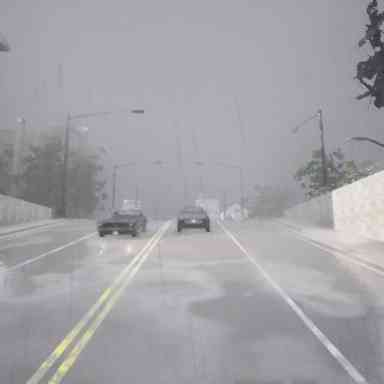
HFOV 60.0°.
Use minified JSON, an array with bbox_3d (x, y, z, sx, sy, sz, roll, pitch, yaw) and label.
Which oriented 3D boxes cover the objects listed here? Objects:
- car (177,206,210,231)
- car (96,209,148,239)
[{"bbox_3d":[0.095,1.584,20.638,1.994,1.385,4.181,0,0,0],"label":"car"},{"bbox_3d":[-3.574,1.617,17.730,1.895,1.301,4.718,0,0,0],"label":"car"}]
